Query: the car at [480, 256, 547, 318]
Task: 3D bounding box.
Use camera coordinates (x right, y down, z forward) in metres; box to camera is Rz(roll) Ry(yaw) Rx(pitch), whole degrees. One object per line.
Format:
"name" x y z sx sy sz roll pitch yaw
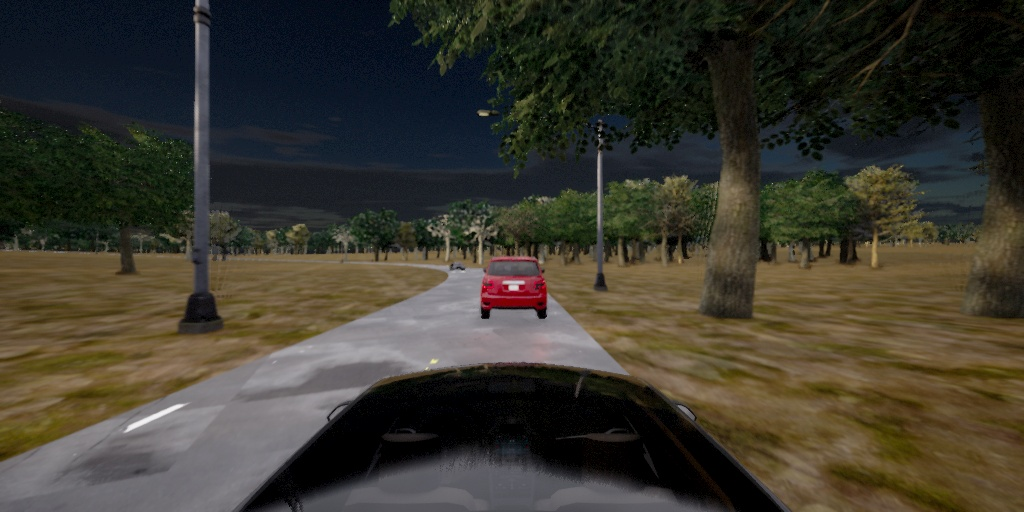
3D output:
"car" 0.073 1.025 13.392 2.150 2.045 5.566 0 0 0

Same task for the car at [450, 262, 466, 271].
"car" -7.924 1.513 52.128 1.994 1.385 4.181 0 0 -15
